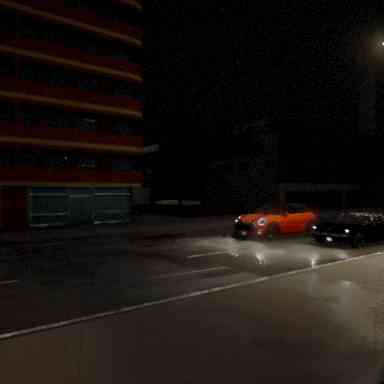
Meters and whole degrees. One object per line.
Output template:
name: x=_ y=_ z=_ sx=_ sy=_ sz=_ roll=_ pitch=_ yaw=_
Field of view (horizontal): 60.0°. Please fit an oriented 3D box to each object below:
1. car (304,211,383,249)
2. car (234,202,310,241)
car: x=7.356 y=1.601 z=14.764 sx=4.718 sy=1.301 sz=1.895 roll=0 pitch=0 yaw=-35
car: x=4.255 y=1.353 z=16.850 sx=4.553 sy=1.767 sz=2.097 roll=0 pitch=0 yaw=-35
